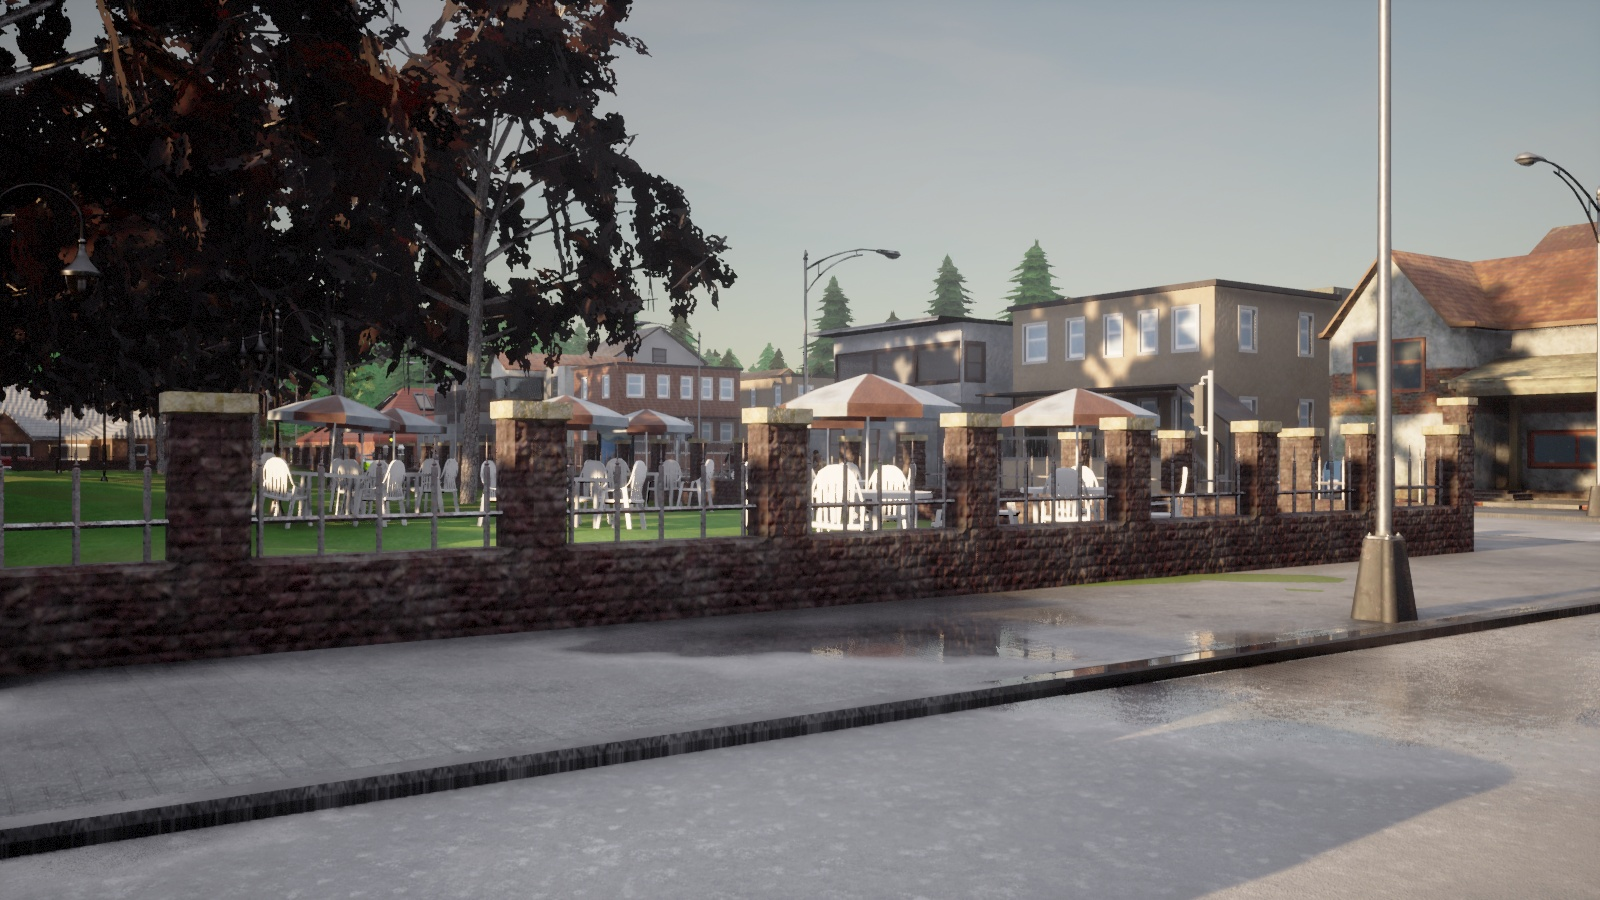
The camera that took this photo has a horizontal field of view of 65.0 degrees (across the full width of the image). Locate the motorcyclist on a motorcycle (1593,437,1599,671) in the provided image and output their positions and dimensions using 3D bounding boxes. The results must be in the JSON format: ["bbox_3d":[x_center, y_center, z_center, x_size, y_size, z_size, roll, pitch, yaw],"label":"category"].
[{"bbox_3d":[6.406,0.706,8.740,1.817,1.590,0.866,0,0,-35],"label":"motorcyclist on a motorcycle"}]

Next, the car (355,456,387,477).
[{"bbox_3d":[-28.675,1.066,83.927,1.481,1.376,2.207,0,-1,-36],"label":"car"}]

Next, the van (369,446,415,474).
[{"bbox_3d":[-30.423,0.762,93.524,2.069,2.038,4.480,0,0,-35],"label":"van"}]
